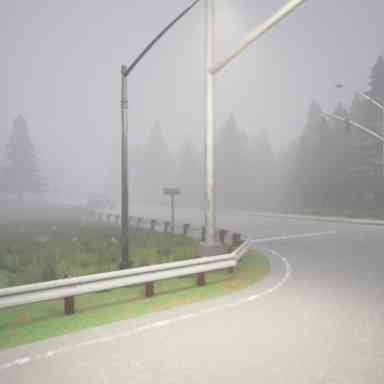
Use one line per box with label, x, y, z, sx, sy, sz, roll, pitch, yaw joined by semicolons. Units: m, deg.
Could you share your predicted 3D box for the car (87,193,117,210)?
car;-11.261;1.110;41.131;2.150;2.045;5.566;0;0;-35
